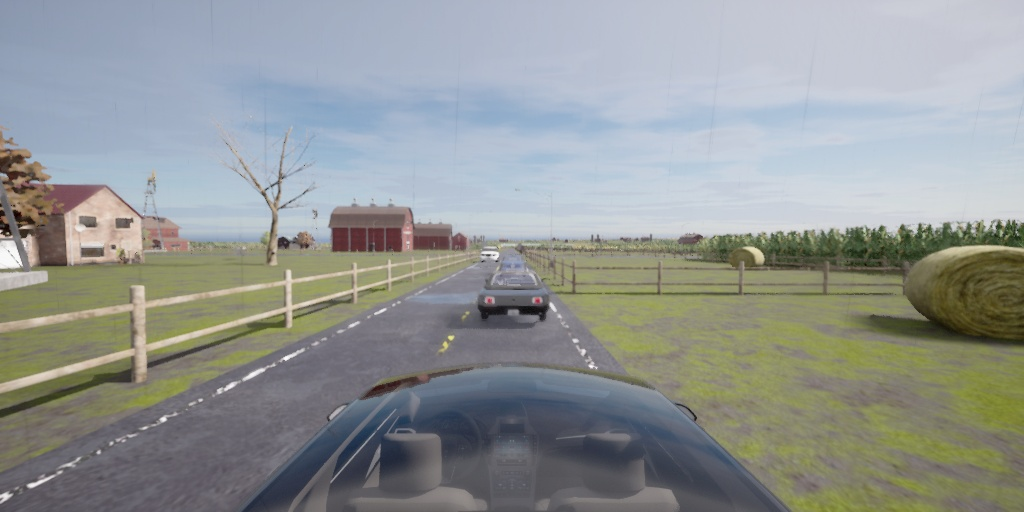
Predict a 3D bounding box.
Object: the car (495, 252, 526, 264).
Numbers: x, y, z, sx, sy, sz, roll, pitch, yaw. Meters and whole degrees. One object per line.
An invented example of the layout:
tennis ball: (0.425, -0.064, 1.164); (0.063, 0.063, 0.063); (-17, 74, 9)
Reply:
car: (0.069, 0.642, 26.568); (2.033, 1.411, 5.357); (0, 2, 0)

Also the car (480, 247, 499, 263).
car: (-2.832, -0.191, 46.193); (2.150, 2.045, 5.566); (0, 1, 0)

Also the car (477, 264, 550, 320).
car: (0.069, 1.096, 11.312); (1.895, 1.301, 4.718); (0, 2, 1)
